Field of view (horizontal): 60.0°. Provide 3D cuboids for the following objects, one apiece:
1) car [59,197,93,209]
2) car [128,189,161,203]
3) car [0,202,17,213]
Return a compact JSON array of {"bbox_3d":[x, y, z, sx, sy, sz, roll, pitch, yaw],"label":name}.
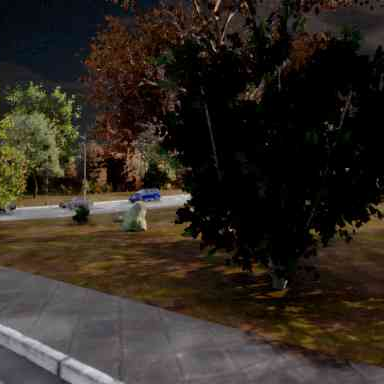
[{"bbox_3d":[-14.757,1.385,42.416,1.994,1.385,4.181,0,2,38],"label":"car"},{"bbox_3d":[-7.266,0.560,51.609,2.150,2.045,5.566,0,3,40],"label":"car"},{"bbox_3d":[-21.024,1.534,34.692,2.128,1.511,4.902,0,1,39],"label":"car"}]
